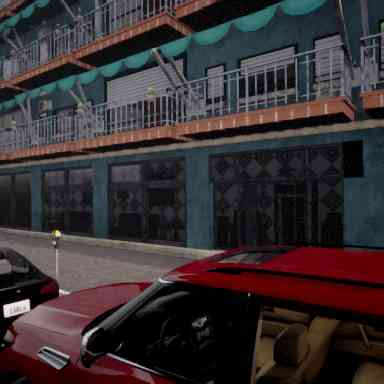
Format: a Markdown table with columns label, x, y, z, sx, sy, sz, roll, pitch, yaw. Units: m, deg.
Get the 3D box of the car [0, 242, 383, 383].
| label | x | y | z | sx | sy | sz | roll | pitch | yaw |
| --- | --- | --- | --- | --- | --- | --- | --- | --- | --- |
| car | 0.618 | 1.315 | 2.295 | 5.009 | 1.841 | 2.192 | 0 | -1 | 36 |
